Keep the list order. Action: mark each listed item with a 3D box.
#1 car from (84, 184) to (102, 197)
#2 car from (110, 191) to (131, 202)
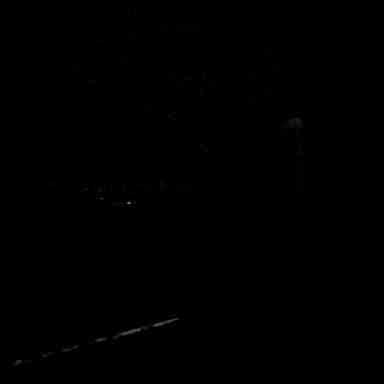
[{"bbox_3d":[-17.600,-0.313,58.686,2.150,2.045,5.566,-1,2,-30],"label":"car"},{"bbox_3d":[-9.518,0.590,44.306,1.994,1.385,4.181,-1,2,-30],"label":"car"}]
